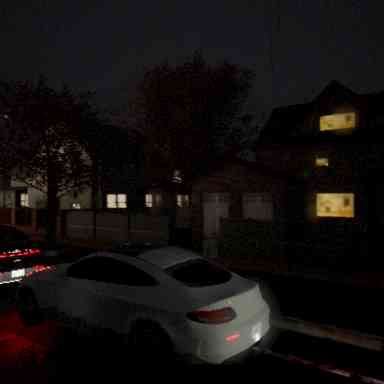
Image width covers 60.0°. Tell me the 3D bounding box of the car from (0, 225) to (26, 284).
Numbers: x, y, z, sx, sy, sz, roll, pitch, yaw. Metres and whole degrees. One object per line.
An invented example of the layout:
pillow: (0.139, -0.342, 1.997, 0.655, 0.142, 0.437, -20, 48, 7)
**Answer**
car: (-5.961, 1.636, 9.030, 4.892, 1.490, 1.837, -1, -1, 35)

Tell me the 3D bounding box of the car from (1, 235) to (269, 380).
car: (-1.064, 1.605, 5.564, 4.674, 1.442, 1.812, -1, -1, 35)
